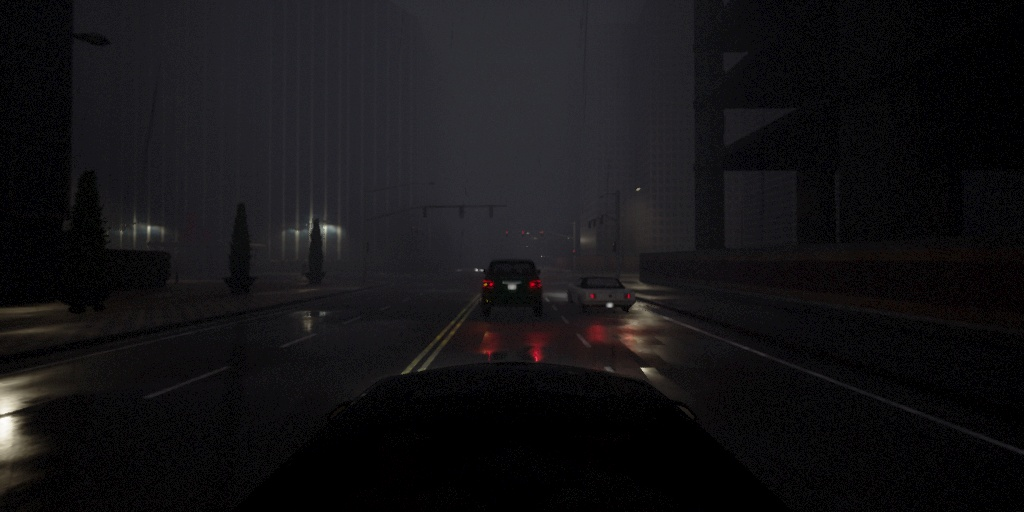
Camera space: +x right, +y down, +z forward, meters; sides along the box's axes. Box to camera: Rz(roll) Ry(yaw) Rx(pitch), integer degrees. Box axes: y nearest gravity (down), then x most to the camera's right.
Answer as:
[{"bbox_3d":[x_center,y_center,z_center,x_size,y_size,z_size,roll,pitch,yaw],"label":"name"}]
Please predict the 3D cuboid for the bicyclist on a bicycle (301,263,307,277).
[{"bbox_3d":[-24.655,1.665,42.560,0.582,1.620,1.656,0,-1,-13],"label":"bicyclist on a bicycle"}]

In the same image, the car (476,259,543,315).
[{"bbox_3d":[0.012,1.118,14.381,2.150,2.045,5.566,0,0,0],"label":"car"}]

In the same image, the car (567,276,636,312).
[{"bbox_3d":[3.519,1.502,15.072,1.895,1.301,4.718,0,-1,0],"label":"car"}]
